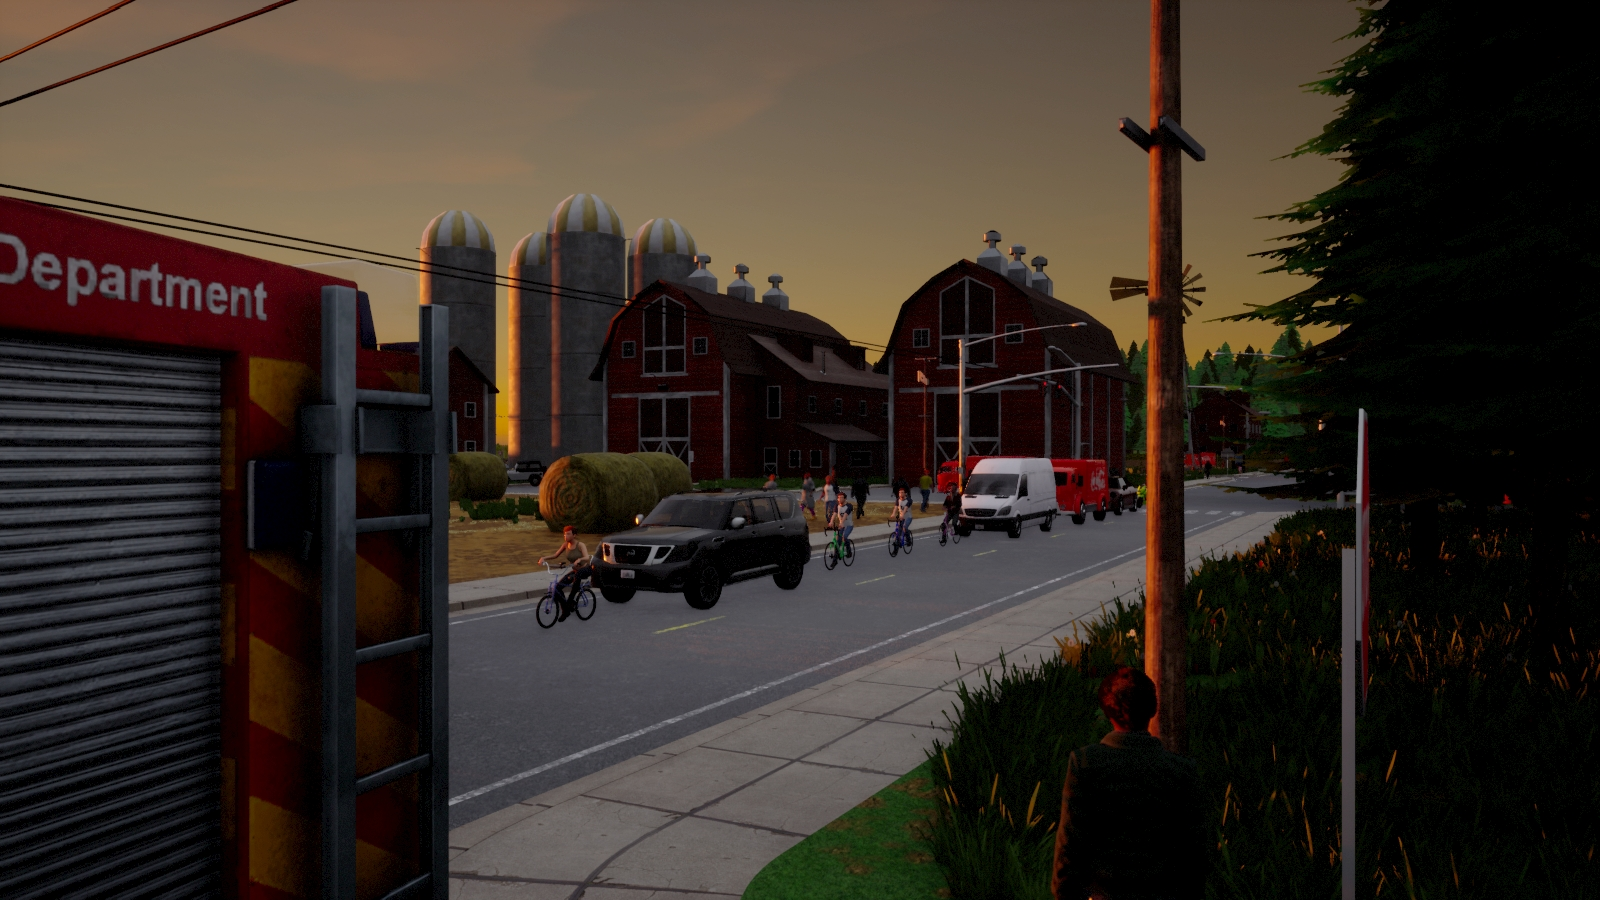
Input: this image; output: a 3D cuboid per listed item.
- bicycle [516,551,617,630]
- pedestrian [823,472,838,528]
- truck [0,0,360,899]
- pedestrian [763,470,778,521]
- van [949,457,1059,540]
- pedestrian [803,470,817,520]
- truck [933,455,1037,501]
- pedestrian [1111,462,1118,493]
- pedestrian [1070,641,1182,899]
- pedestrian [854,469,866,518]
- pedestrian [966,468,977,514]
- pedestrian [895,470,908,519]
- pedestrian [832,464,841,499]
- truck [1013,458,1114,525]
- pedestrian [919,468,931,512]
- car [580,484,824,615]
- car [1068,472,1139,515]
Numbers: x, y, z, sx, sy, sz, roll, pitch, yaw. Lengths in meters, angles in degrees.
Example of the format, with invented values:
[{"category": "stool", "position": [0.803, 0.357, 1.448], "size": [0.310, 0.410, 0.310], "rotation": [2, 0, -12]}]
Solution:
[{"category": "bicycle", "position": [-3.779, 2.256, 18.557], "size": [0.859, 1.080, 1.487], "rotation": [0, 0, 28]}, {"category": "pedestrian", "position": [1.027, 1.690, 38.466], "size": [0.375, 1.860, 0.375], "rotation": [0, 0, 27]}, {"category": "truck", "position": [-5.943, 0.867, 3.838], "size": [8.468, 3.827, 2.891], "rotation": [0, 0, 19]}, {"category": "pedestrian", "position": [-1.095, 1.677, 42.250], "size": [0.375, 1.860, 0.375], "rotation": [0, 0, 37]}, {"category": "van", "position": [7.054, 1.534, 38.933], "size": [1.988, 2.561, 5.915], "rotation": [0, 0, 28]}, {"category": "pedestrian", "position": [0.365, 1.676, 42.937], "size": [0.375, 1.860, 0.375], "rotation": [0, 0, 43]}, {"category": "truck", "position": [10.362, 1.538, 64.114], "size": [5.204, 2.467, 2.627], "rotation": [0, 0, 27]}, {"category": "pedestrian", "position": [19.267, 1.696, 70.032], "size": [0.375, 1.860, 0.375], "rotation": [0, 0, 28]}, {"category": "pedestrian", "position": [1.185, 1.663, 4.154], "size": [0.375, 1.860, 0.375], "rotation": [0, 0, 17]}, {"category": "pedestrian", "position": [2.304, 1.681, 43.840], "size": [0.375, 1.860, 0.375], "rotation": [0, 0, 20]}, {"category": "pedestrian", "position": [7.094, 1.696, 47.301], "size": [0.375, 1.860, 0.375], "rotation": [0, 0, 21]}, {"category": "pedestrian", "position": [3.870, 1.693, 43.438], "size": [0.375, 1.860, 0.375], "rotation": [0, 0, 28]}, {"category": "pedestrian", "position": [1.918, 1.670, 60.485], "size": [0.375, 1.860, 0.375], "rotation": [0, 0, 22]}, {"category": "truck", "position": [10.539, 1.568, 45.363], "size": [2.627, 2.467, 5.204], "rotation": [0, 0, 28]}, {"category": "pedestrian", "position": [5.314, 1.678, 48.558], "size": [0.375, 1.860, 0.375], "rotation": [0, 0, 35]}, {"category": "car", "position": [-1.713, 1.779, 22.406], "size": [2.150, 2.045, 5.566], "rotation": [0, 0, 27]}, {"category": "car", "position": [13.635, 1.903, 51.213], "size": [2.097, 1.767, 4.553], "rotation": [0, 0, 28]}]
